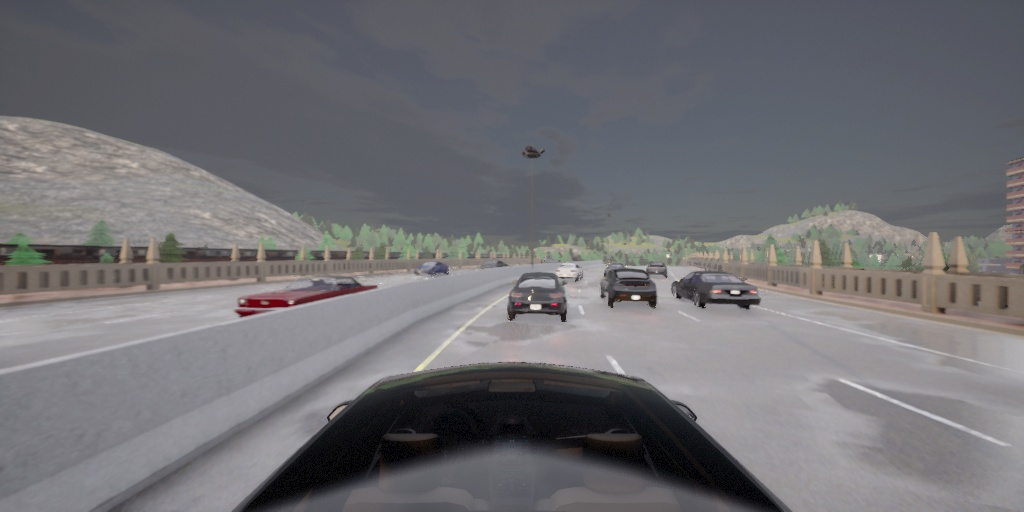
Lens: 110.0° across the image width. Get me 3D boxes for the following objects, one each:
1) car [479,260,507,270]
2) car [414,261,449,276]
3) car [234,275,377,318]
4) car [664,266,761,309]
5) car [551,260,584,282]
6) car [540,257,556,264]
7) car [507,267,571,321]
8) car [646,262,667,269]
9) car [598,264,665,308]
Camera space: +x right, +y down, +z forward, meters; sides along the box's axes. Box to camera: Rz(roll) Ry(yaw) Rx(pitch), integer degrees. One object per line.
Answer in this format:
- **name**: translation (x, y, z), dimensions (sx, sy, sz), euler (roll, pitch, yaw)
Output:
- **car**: translation (-2.137, 1.245, 42.110), dimensions (1.837, 1.490, 4.892), euler (0, 0, 22)
- **car**: translation (-8.022, 1.241, 36.213), dimensions (1.812, 1.442, 4.674), euler (0, 0, 19)
- **car**: translation (-6.397, 1.324, 11.813), dimensions (1.895, 1.301, 4.718), euler (0, 0, 6)
- **car**: translation (8.330, 1.332, 15.181), dimensions (2.033, 1.411, 5.357), euler (0, 0, 10)
- **car**: translation (4.764, 1.295, 29.710), dimensions (1.812, 1.442, 4.674), euler (0, 0, 17)
- **car**: translation (6.194, 1.280, 53.352), dimensions (1.837, 1.490, 4.892), euler (0, 0, 22)
- **car**: translation (0.953, 1.279, 12.446), dimensions (1.812, 1.442, 4.674), euler (0, 0, 7)
- **car**: translation (14.486, 1.301, 35.933), dimensions (2.128, 1.511, 4.902), euler (0, 0, 21)
- **car**: translation (4.914, 1.275, 15.573), dimensions (1.837, 1.490, 4.892), euler (0, 0, 9)
